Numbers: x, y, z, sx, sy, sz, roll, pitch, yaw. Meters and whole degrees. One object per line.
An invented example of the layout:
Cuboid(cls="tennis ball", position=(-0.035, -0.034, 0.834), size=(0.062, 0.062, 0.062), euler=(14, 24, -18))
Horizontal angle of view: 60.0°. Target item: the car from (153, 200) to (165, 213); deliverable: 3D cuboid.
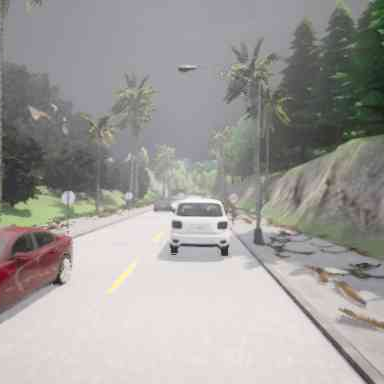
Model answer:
Cuboid(cls="car", position=(-3.410, 1.673, 39.234), size=(1.837, 1.490, 4.892), euler=(1, -1, 1))

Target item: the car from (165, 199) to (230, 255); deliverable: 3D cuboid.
Cuboid(cls="car", position=(0.309, 1.297, 13.814), size=(2.150, 2.045, 5.566), euler=(1, 0, 1))

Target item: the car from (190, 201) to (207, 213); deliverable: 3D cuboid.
Cuboid(cls="car", position=(0.816, 1.824, 41.141), size=(1.895, 1.301, 4.718), euler=(1, 0, 1))

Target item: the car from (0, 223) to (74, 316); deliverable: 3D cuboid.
Cuboid(cls="car", position=(-4.019, 1.469, 6.644), size=(1.882, 1.535, 5.008), euler=(1, 0, 1))
